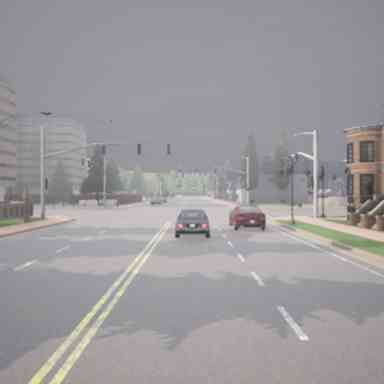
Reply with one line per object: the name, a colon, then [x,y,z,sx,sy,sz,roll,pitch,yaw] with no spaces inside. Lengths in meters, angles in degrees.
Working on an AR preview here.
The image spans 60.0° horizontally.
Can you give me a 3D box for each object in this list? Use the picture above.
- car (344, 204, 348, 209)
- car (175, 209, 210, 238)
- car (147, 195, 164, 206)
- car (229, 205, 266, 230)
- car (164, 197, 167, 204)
car: [23.109,1.779,44.822,4.892,1.490,1.837,0,0,-2]
car: [0.038,1.661,18.355,2.033,1.411,5.357,0,0,0]
car: [-7.107,1.879,65.219,1.882,1.535,5.008,0,0,0]
car: [3.554,1.613,21.988,1.882,1.535,5.008,0,0,0]
car: [-7.096,1.973,80.437,1.882,1.535,5.008,0,0,0]
